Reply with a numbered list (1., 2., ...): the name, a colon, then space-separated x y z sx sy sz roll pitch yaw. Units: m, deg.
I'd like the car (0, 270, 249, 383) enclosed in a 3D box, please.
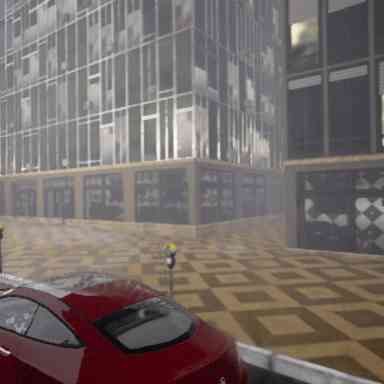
1. car: -1.423 1.582 3.750 4.206 1.307 1.802 0 -1 36
